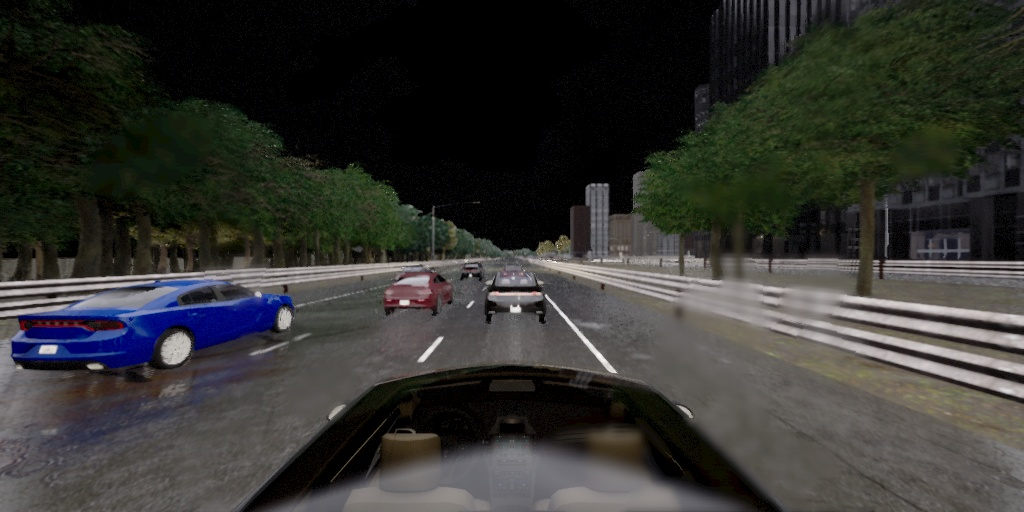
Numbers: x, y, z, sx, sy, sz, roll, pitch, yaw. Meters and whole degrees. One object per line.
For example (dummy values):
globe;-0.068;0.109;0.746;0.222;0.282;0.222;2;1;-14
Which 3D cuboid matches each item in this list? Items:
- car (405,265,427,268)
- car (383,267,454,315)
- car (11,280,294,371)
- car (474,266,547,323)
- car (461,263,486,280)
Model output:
car;-6.898;1.374;26.136;2.033;1.411;5.357;0;0;0
car;-3.400;1.313;13.645;1.812;1.442;4.674;0;0;0
car;-6.899;1.247;7.811;1.882;1.535;5.008;0;0;0
car;0.100;1.275;12.281;2.128;1.511;4.902;0;0;0
car;-3.398;1.350;31.829;1.837;1.490;4.892;0;0;0
